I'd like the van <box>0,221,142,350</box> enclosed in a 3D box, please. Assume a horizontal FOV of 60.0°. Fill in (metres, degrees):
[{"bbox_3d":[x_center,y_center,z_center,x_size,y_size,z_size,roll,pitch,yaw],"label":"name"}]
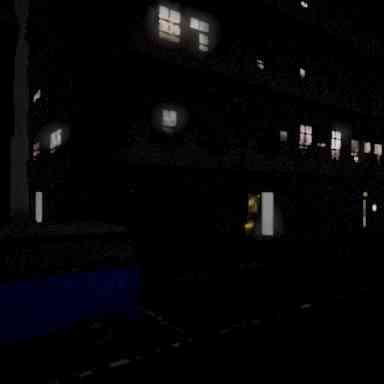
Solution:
[{"bbox_3d":[-2.684,1.345,4.657,3.998,1.788,1.690,1,-1,-35],"label":"van"}]
